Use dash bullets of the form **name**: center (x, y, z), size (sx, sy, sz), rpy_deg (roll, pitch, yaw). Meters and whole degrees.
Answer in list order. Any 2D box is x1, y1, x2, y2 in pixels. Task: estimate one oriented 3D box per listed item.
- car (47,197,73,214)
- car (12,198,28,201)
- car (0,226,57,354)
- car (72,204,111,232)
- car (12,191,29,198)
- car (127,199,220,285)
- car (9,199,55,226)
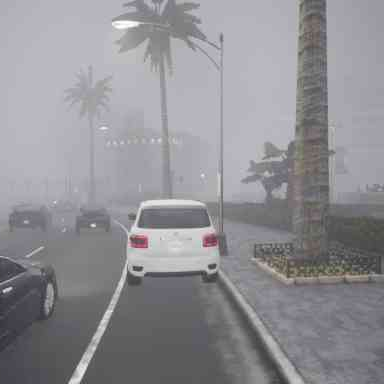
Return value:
- **car**: center (-13.662, 1.553, 34.906), size (1.994, 1.385, 4.181), rpy_deg (0, 0, -38)
- **car**: center (-16.750, 1.551, 33.188), size (1.994, 1.385, 4.181), rpy_deg (0, 0, -38)
- **car**: center (-3.294, 1.504, 4.287), size (1.837, 1.490, 4.892), rpy_deg (0, 0, -4)
- **car**: center (-5.985, 1.501, 20.042), size (1.837, 1.490, 4.892), rpy_deg (0, 0, -17)
- **car**: center (-37.893, 1.221, 71.704), size (4.553, 1.767, 2.185), rpy_deg (0, 0, 21)
- **car**: center (-0.676, 1.219, 9.688), size (2.150, 2.045, 5.566), rpy_deg (0, 0, -7)
- **car**: center (-9.784, 1.469, 20.419), size (1.882, 1.535, 5.008), rpy_deg (0, 0, -18)
